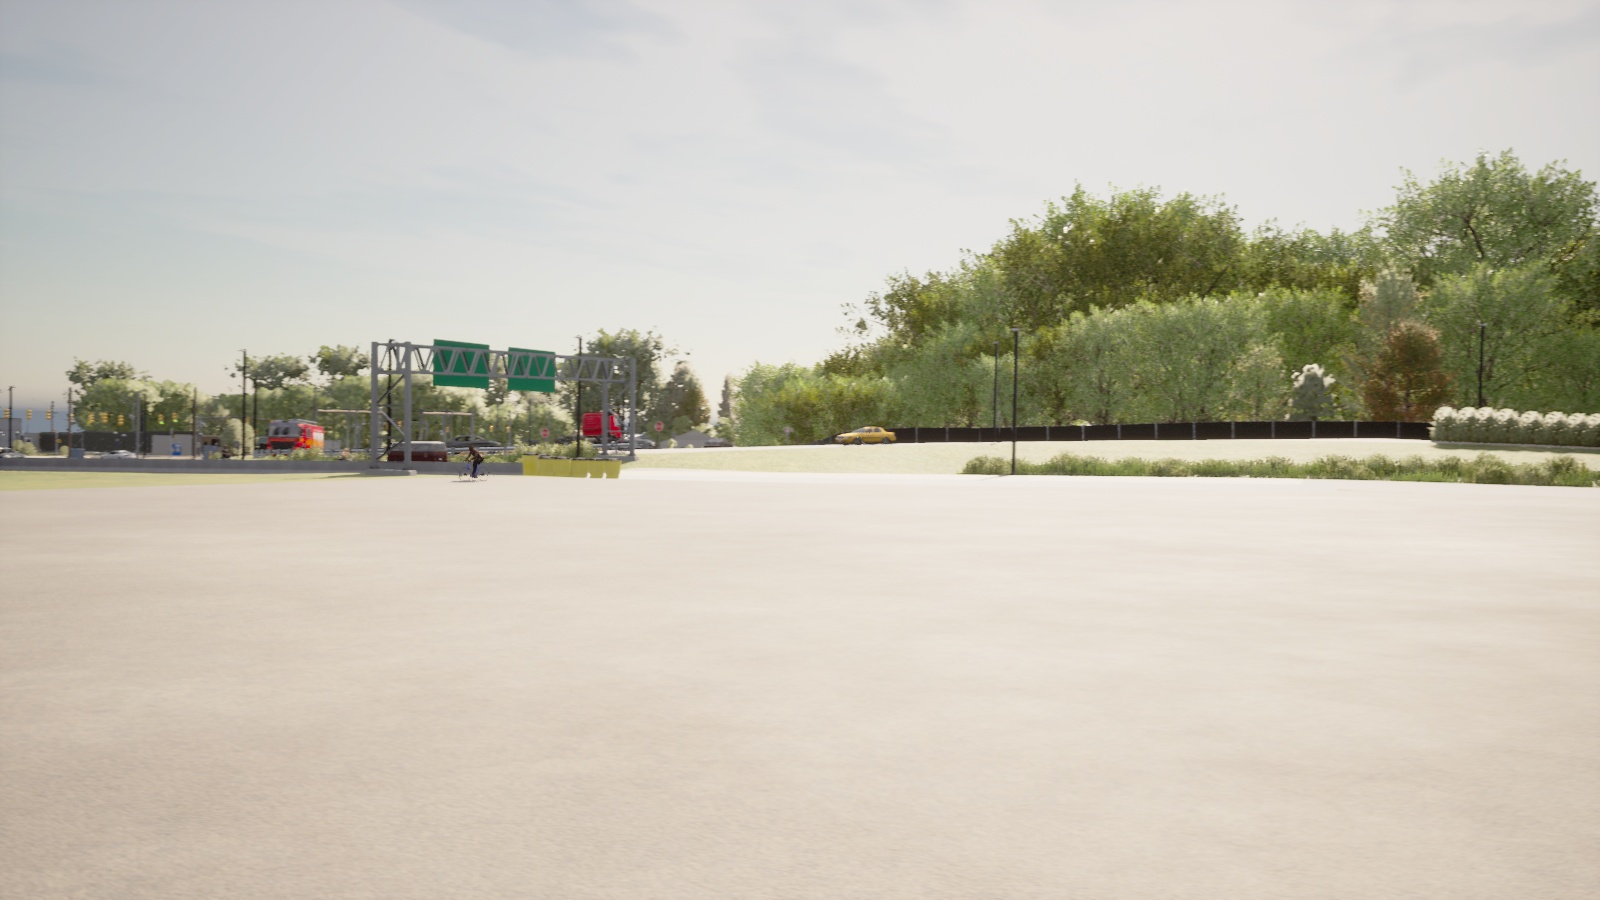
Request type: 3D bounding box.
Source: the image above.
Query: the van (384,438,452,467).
[{"bbox_3d":[-26.876,0.181,88.262,4.442,1.987,1.775,1,1,23],"label":"van"}]
